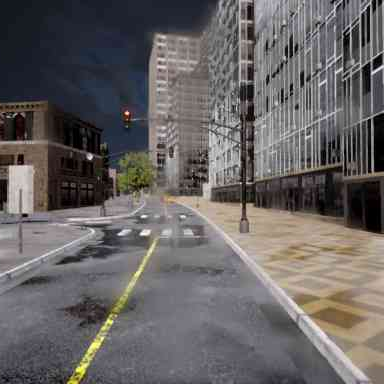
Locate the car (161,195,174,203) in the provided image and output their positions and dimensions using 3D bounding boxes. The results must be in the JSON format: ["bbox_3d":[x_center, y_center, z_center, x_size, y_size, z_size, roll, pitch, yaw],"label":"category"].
[{"bbox_3d":[-4.846,1.466,68.185,1.882,1.535,5.008,0,0,-8],"label":"car"}]
